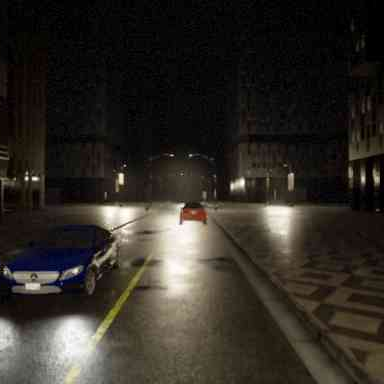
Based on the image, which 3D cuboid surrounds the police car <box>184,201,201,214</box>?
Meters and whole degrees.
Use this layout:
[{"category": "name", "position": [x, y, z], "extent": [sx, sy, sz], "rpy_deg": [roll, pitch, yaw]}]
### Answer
[{"category": "police car", "position": [0.058, 1.940, 43.181], "extent": [2.038, 1.542, 4.974], "rpy_deg": [0, 0, 0]}]

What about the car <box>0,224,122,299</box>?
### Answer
[{"category": "car", "position": [-3.104, 1.615, 8.829], "extent": [1.812, 1.442, 4.674], "rpy_deg": [0, -1, 0]}]

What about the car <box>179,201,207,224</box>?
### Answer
[{"category": "car", "position": [0.083, 1.623, 27.226], "extent": [2.097, 1.767, 4.553], "rpy_deg": [0, -1, 0]}]
